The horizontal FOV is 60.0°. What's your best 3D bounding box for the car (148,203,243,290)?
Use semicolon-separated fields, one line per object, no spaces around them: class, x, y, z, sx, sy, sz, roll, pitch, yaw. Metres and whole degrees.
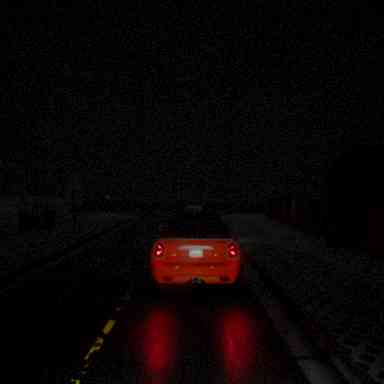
car;0.094;1.317;9.188;2.097;1.767;4.553;0;0;0

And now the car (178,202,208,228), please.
car;0.084;1.448;22.286;1.812;1.442;4.674;0;0;0

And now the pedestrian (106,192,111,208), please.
pedestrian;-9.702;0.934;38.476;0.375;1.860;0.375;0;-1;0
